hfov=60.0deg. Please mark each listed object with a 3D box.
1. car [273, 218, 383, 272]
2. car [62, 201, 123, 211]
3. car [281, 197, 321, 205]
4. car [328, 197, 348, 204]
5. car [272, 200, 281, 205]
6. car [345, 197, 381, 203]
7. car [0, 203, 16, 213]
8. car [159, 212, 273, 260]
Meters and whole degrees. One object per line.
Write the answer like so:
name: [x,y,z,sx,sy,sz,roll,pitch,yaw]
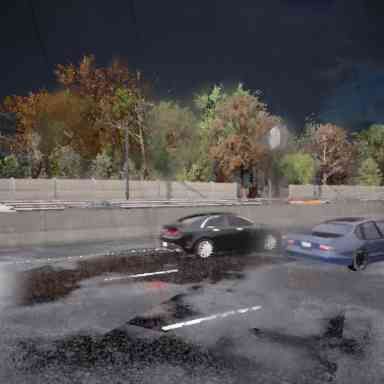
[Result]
car: [5.397,1.546,10.764,5.357,1.411,2.033,0,0,-31]
car: [-8.164,1.492,27.411,4.902,1.511,2.128,0,0,-30]
car: [13.407,1.354,39.933,4.553,1.767,2.097,0,0,-30]
car: [17.648,1.355,38.349,4.553,1.767,2.097,0,0,-30]
car: [12.685,1.480,43.561,5.008,1.535,1.882,0,0,-30]
car: [18.505,1.567,34.801,4.181,1.385,1.994,0,0,-30]
car: [-16.679,1.527,26.531,4.674,1.442,1.812,0,0,-31]
car: [1.178,1.504,12.370,4.892,1.490,1.837,0,0,-30]
